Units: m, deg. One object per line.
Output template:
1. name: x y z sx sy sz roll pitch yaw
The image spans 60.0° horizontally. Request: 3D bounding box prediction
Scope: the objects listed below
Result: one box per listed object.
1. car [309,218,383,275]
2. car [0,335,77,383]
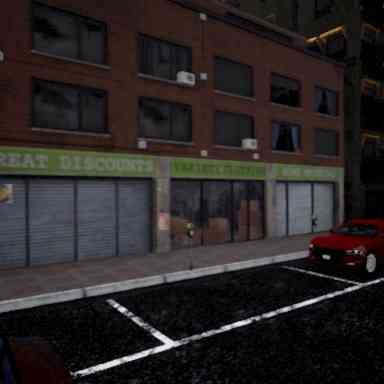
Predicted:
1. car: 5.554 1.560 10.534 4.507 1.381 1.887 0 -1 -36
2. car: -2.622 1.562 1.496 4.181 1.385 1.994 0 0 -35
